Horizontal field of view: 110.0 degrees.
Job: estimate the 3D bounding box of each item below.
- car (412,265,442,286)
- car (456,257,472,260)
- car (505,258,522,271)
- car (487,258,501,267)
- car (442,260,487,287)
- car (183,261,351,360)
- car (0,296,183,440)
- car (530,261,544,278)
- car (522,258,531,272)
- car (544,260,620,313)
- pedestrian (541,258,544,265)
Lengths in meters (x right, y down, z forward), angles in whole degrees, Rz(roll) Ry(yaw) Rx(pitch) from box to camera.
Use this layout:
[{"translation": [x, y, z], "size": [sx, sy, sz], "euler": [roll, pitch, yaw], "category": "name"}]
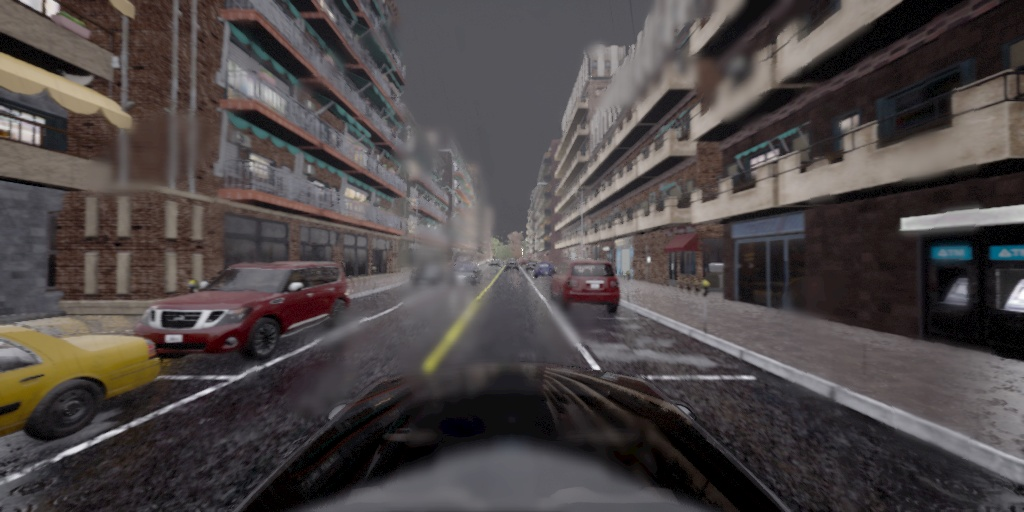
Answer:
[{"translation": [-5.687, 1.324, 25.239], "size": [1.948, 1.339, 4.313], "euler": [0, 0, 0], "category": "car"}, {"translation": [-5.686, 1.080, 41.942], "size": [2.192, 1.841, 5.009], "euler": [0, 0, 0], "category": "car"}, {"translation": [0.016, 1.276, 49.288], "size": [1.837, 1.490, 4.892], "euler": [0, 0, 0], "category": "car"}, {"translation": [-3.001, 1.409, 65.281], "size": [1.895, 1.301, 4.718], "euler": [0, 0, 0], "category": "car"}, {"translation": [-3.091, 1.248, 24.421], "size": [2.128, 1.511, 4.902], "euler": [0, 0, 0], "category": "car"}, {"translation": [-5.689, 1.066, 8.535], "size": [2.192, 1.841, 5.009], "euler": [0, 0, 0], "category": "car"}, {"translation": [-5.689, 1.276, 2.797], "size": [1.751, 1.417, 4.829], "euler": [0, 0, 0], "category": "car"}, {"translation": [3.003, 1.288, 33.475], "size": [1.812, 1.442, 4.674], "euler": [0, 0, 0], "category": "car"}, {"translation": [2.695, 1.334, 47.476], "size": [1.948, 1.339, 4.313], "euler": [0, 0, 0], "category": "car"}, {"translation": [2.693, 1.069, 14.068], "size": [2.192, 1.841, 5.009], "euler": [0, 0, 0], "category": "car"}, {"translation": [3.003, 1.057, 36.324], "size": [0.375, 1.860, 0.375], "euler": [1, -1, -3], "category": "pedestrian"}]
